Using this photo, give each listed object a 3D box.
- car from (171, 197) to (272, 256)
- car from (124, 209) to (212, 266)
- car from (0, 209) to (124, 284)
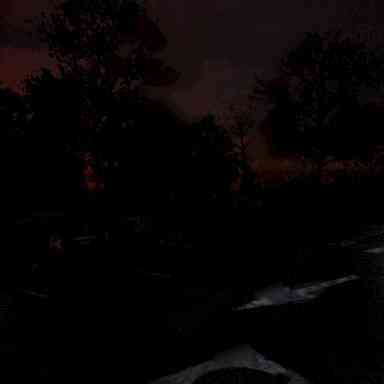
[{"bbox_3d":[0.363,1.237,13.328,5.566,2.045,2.435,-1,-1,34],"label":"car"},{"bbox_3d":[-2.069,1.489,11.563,4.892,1.521,2.231,-1,-1,34],"label":"car"},{"bbox_3d":[-4.499,1.361,9.779,4.553,1.767,2.185,-1,0,34],"label":"car"}]
